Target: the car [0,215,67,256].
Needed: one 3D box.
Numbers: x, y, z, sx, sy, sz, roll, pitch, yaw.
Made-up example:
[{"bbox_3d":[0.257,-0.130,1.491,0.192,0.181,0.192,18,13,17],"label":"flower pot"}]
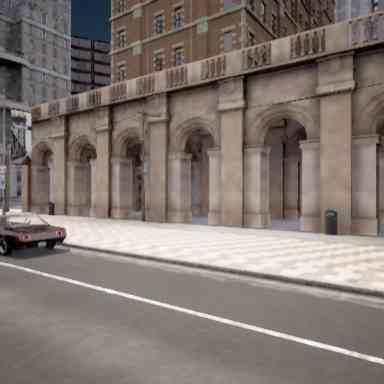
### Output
[{"bbox_3d":[-7.029,1.542,12.874,4.718,1.301,1.895,0,0,35],"label":"car"}]
